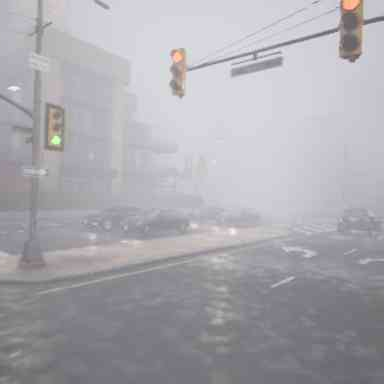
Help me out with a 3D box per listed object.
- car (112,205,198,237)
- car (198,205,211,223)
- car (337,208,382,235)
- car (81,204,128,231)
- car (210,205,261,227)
[{"bbox_3d":[-1.973,1.648,19.121,1.812,1.442,4.674,1,-1,39],"label":"car"},{"bbox_3d":[1.432,1.857,28.874,2.033,1.411,5.357,1,-1,39],"label":"car"},{"bbox_3d":[11.701,1.899,23.046,2.097,1.767,4.553,1,-1,39],"label":"car"},{"bbox_3d":[-4.698,1.570,21.305,1.837,1.490,4.892,1,-1,39],"label":"car"},{"bbox_3d":[3.747,1.876,26.172,1.812,1.442,4.674,1,-1,39],"label":"car"}]
